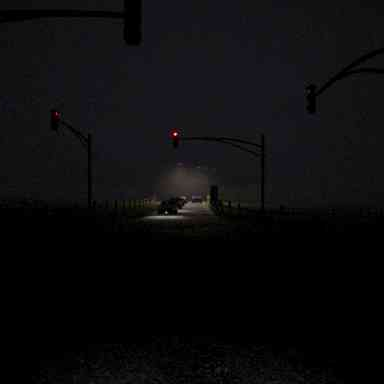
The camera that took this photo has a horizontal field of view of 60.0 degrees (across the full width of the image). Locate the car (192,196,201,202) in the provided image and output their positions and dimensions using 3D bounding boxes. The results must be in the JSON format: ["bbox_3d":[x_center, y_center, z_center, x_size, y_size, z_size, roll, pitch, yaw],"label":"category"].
[{"bbox_3d":[1.090,1.617,75.940,1.895,1.301,4.718,0,0,1],"label":"car"}]

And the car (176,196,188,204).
[{"bbox_3d":[-1.903,1.581,63.799,1.994,1.385,4.181,0,0,2],"label":"car"}]

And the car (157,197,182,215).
[{"bbox_3d":[-2.402,1.553,34.169,2.033,1.411,5.357,0,0,0],"label":"car"}]

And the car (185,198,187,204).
[{"bbox_3d":[-2.104,1.560,53.794,2.033,1.411,5.357,0,0,1],"label":"car"}]

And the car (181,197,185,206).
[{"bbox_3d":[-2.251,1.514,43.946,1.837,1.490,4.892,0,0,1],"label":"car"}]

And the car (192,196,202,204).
[{"bbox_3d":[1.029,1.495,65.906,1.882,1.535,5.008,0,0,1],"label":"car"}]
